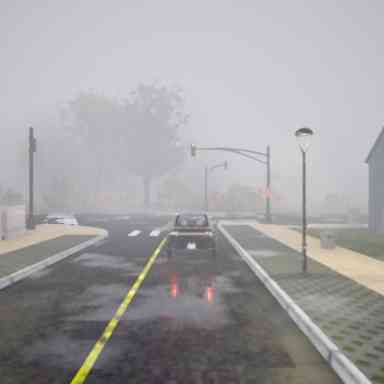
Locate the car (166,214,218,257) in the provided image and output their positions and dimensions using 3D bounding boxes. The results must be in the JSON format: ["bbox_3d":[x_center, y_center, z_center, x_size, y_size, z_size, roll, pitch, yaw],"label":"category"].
[{"bbox_3d":[-0.002,1.627,13.496,2.128,1.511,4.902,0,0,0],"label":"car"}]
